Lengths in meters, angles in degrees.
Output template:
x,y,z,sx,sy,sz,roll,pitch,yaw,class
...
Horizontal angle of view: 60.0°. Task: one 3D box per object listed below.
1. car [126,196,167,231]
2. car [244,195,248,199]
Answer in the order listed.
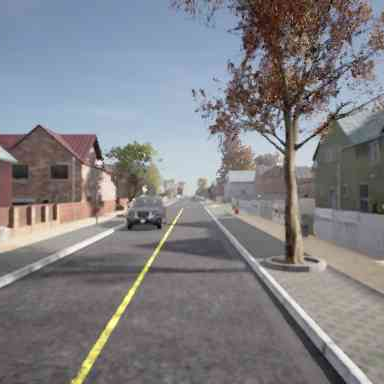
x,y,z,sx,sy,sz,roll,pitch,yaw,class
-2.846,1.329,22.022,2.150,2.045,5.566,0,0,0,car
11.382,1.231,58.983,4.553,1.767,2.097,-2,-1,1,car
